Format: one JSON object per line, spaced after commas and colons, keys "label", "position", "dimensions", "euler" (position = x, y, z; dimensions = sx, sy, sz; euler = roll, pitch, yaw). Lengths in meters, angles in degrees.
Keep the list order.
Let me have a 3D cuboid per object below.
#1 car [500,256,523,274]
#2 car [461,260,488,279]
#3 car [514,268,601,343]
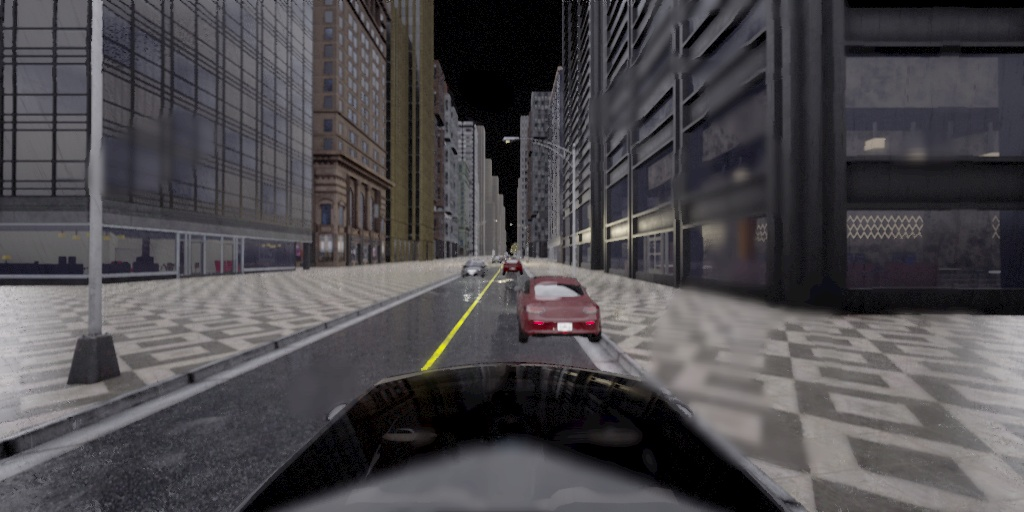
{"label": "car", "position": [0.080, 1.009, 36.276], "dimensions": [1.882, 1.535, 5.008], "euler": [0, 0, 0]}
{"label": "car", "position": [-3.095, 1.062, 30.066], "dimensions": [2.128, 1.511, 4.902], "euler": [0, 0, 0]}
{"label": "car", "position": [1.051, 1.227, 9.426], "dimensions": [1.812, 1.442, 4.674], "euler": [0, 0, 0]}
